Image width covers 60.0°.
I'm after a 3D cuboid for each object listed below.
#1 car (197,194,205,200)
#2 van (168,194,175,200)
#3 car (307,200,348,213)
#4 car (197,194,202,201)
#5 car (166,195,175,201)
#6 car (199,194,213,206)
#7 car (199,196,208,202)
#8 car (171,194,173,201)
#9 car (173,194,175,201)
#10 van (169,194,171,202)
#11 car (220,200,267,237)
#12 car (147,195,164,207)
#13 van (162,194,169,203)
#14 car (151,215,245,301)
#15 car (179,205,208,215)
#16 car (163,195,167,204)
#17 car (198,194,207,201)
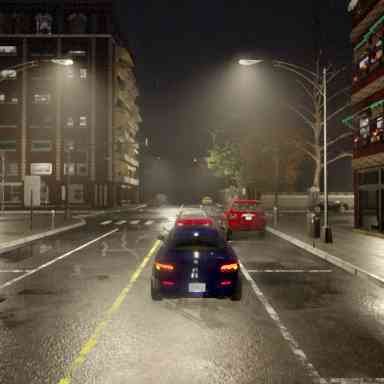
[{"bbox_3d":[2.580,1.395,94.923,2.192,1.841,5.009,1,0,0],"label":"car"},{"bbox_3d":[-5.801,1.421,94.922,1.690,1.788,3.998,1,0,0],"label":"van"},{"bbox_3d":[15.163,1.609,37.176,4.313,1.339,1.947,0,-1,0],"label":"car"},{"bbox_3d":[2.605,1.604,72.770,2.008,1.369,4.403,1,0,0],"label":"car"},{"bbox_3d":[-5.797,1.624,89.383,2.008,1.369,4.403,1,0,0],"label":"car"},{"bbox_3d":[2.628,1.562,56.327,1.752,1.417,4.829,1,0,0],"label":"car"},{"bbox_3d":[2.597,1.625,78.309,1.947,1.339,4.313,1,0,0],"label":"car"},{"bbox_3d":[-5.775,1.635,72.767,1.802,1.307,4.206,1,0,0],"label":"car"},{"bbox_3d":[-5.782,1.610,78.306,2.008,1.369,4.403,1,0,0],"label":"car"},{"bbox_3d":[-5.763,1.388,67.229,1.690,1.788,3.998,1,0,0],"label":"van"},{"bbox_3d":[2.683,1.323,18.126,2.192,1.841,5.009,1,0,0],"label":"car"},{"bbox_3d":[-5.745,1.614,50.614,1.802,1.307,4.206,1,0,0],"label":"car"},{"bbox_3d":[-5.756,1.383,61.690,1.690,1.788,3.998,1,0,0],"label":"van"},{"bbox_3d":[0.090,1.529,8.193,1.812,1.442,4.674,0,0,0],"label":"car"},{"bbox_3d":[0.076,1.609,17.936,1.895,1.301,4.718,0,0,0],"label":"car"},{"bbox_3d":[-5.753,1.619,56.151,1.802,1.307,4.206,1,0,0],"label":"car"},{"bbox_3d":[2.594,1.381,83.848,2.192,1.841,5.009,1,0,0],"label":"car"}]
